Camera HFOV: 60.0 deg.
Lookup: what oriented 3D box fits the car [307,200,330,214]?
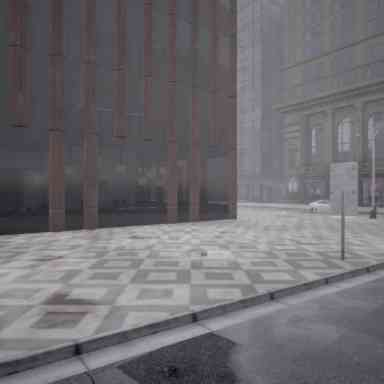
[{"bbox_3d":[13.315,1.464,31.777,1.812,1.442,4.674,0,0,-36],"label":"car"}]
